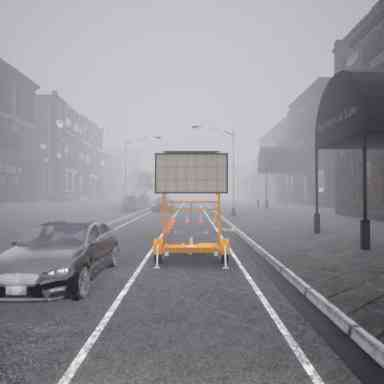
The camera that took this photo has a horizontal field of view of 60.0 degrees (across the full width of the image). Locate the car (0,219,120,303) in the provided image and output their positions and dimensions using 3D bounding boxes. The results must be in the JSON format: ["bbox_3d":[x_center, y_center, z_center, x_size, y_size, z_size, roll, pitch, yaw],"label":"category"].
[{"bbox_3d":[-3.123,1.476,8.349,2.128,1.511,4.902,0,0,0],"label":"car"}]

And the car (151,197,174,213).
[{"bbox_3d":[-3.107,1.299,35.505,2.097,1.767,4.553,0,0,0],"label":"car"}]

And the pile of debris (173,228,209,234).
[{"bbox_3d":[-0.052,2.124,18.090,1.860,0.140,1.500,0,0,0],"label":"pile of debris"}]

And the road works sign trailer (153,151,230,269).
[{"bbox_3d":[-0.018,0.443,11.091,2.380,3.560,2.880,0,0,0],"label":"road works sign trailer"}]
